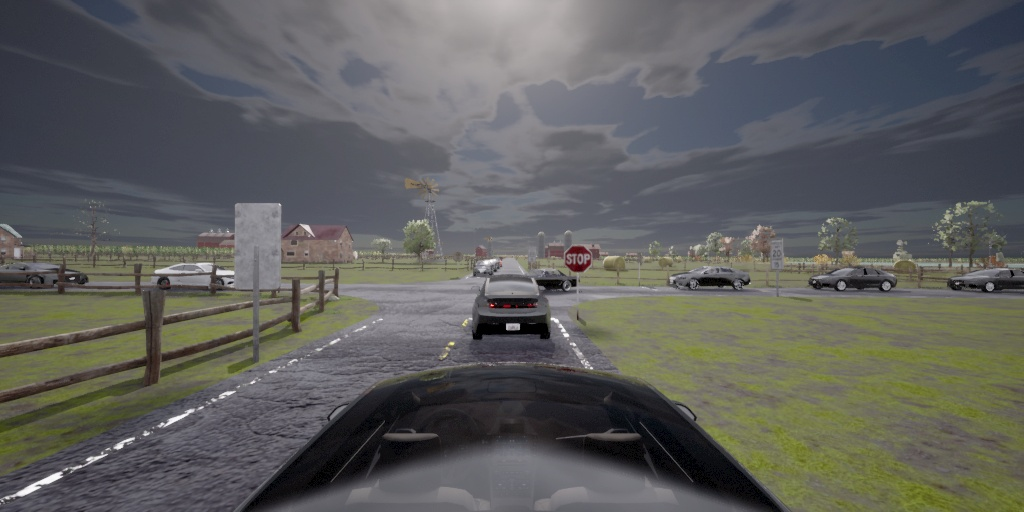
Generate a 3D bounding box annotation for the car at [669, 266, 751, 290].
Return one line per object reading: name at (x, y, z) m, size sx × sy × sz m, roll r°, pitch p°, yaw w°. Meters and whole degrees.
car at (12.790, 1.397, 23.298) m, size 4.902 × 1.511 × 2.128 m, roll 1°, pitch -1°, yaw -2°

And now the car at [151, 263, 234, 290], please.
car at (-17.250, 1.104, 19.968) m, size 4.674 × 1.442 × 1.812 m, roll 1°, pitch -1°, yaw -1°

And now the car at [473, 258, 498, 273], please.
car at (-2.873, 1.243, 36.704) m, size 2.128 × 1.511 × 4.902 m, roll 0°, pitch 0°, yaw 0°

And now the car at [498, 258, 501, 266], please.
car at (-2.869, 1.241, 46.150) m, size 2.128 × 1.511 × 4.902 m, roll 0°, pitch 0°, yaw 0°

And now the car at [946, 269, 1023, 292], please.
car at (31.694, 1.587, 23.597) m, size 4.892 × 1.490 × 1.837 m, roll 1°, pitch -1°, yaw -1°

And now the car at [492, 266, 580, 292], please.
car at (1.493, 1.369, 20.065) m, size 4.718 × 1.301 × 1.895 m, roll 1°, pitch 0°, yaw -35°

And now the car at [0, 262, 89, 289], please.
car at (-26.370, 1.048, 19.843) m, size 4.181 × 1.385 × 1.994 m, roll 1°, pitch -1°, yaw -1°

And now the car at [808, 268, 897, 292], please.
car at (22.192, 1.499, 23.473) m, size 4.892 × 1.490 × 1.837 m, roll 1°, pitch -1°, yaw -1°

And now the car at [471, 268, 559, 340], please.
car at (-0.077, 1.256, 10.018) m, size 1.837 × 1.490 × 4.892 m, roll 0°, pitch 0°, yaw -2°
